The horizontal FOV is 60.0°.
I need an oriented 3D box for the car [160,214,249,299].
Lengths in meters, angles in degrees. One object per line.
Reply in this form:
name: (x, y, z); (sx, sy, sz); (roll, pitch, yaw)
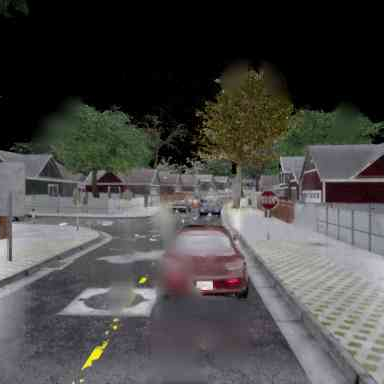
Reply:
car: (0.283, 1.527, 8.340); (1.812, 1.442, 4.674); (0, 0, 1)

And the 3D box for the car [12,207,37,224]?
car: (-12.683, 1.249, 21.666); (4.902, 1.511, 2.128); (1, 0, 3)

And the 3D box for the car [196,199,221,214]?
car: (1.625, 1.578, 30.119); (1.895, 1.301, 4.718); (0, 0, 4)

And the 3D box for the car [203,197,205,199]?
car: (1.209, 1.412, 55.259); (1.895, 1.301, 4.718); (0, 0, 8)

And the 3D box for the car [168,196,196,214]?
car: (-1.154, 1.504, 34.910); (2.033, 1.411, 5.357); (0, 0, 6)

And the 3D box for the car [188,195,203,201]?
car: (-0.115, 1.242, 44.747); (2.097, 1.767, 4.553); (0, 0, 7)
